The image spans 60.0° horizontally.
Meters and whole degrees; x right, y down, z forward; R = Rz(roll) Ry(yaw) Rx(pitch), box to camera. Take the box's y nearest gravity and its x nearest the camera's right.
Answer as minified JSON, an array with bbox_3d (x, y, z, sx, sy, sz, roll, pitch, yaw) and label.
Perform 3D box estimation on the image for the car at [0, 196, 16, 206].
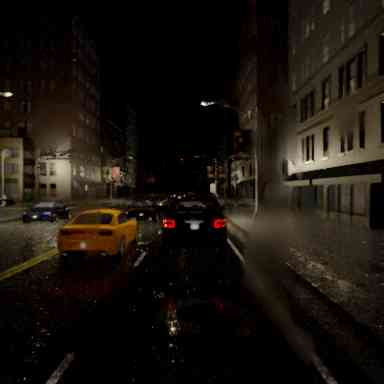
[{"bbox_3d":[-25.495,1.180,43.737,4.313,1.339,1.947,0,0,0],"label":"car"}]

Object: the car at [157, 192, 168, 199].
[{"bbox_3d":[-6.710,0.802,75.726,1.994,1.385,4.181,0,1,0],"label":"car"}]

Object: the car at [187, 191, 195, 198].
[{"bbox_3d":[-0.237,0.624,84.784,1.882,1.535,5.008,0,1,0],"label":"car"}]

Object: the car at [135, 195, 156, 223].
[{"bbox_3d":[-3.213,1.249,23.545,1.882,1.535,5.008,0,1,0],"label":"car"}]

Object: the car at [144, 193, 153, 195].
[{"bbox_3d":[-9.960,0.807,75.717,1.994,1.385,4.181,0,1,0],"label":"car"}]

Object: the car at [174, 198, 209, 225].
[{"bbox_3d":[-0.060,1.266,22.829,2.128,1.511,4.902,0,1,0],"label":"car"}]

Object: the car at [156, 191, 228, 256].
[{"bbox_3d":[0.067,1.096,12.639,2.150,2.045,5.566,0,1,0],"label":"car"}]

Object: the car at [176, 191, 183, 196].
[{"bbox_3d":[-3.517,0.417,95.193,1.837,1.490,4.892,0,1,0],"label":"car"}]

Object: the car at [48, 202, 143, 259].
[{"bbox_3d":[-3.181,1.362,12.148,1.882,1.535,5.008,0,1,0],"label":"car"}]

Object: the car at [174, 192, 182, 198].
[{"bbox_3d":[-3.488,0.671,85.192,1.812,1.442,4.674,0,1,0],"label":"car"}]

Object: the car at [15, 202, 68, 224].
[{"bbox_3d":[-9.860,1.352,22.850,1.994,1.385,4.181,0,0,0],"label":"car"}]
